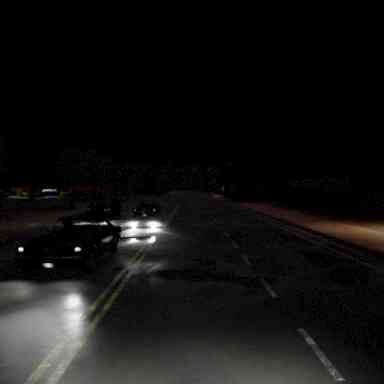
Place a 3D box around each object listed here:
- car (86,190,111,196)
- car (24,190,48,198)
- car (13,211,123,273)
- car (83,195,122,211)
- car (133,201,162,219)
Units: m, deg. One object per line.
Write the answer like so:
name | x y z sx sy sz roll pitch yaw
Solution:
car | -21.575 0.536 77.712 4.605 1.855 1.932 0 0 0
car | -38.991 0.735 83.302 3.806 1.475 1.970 0 0 0
car | -3.603 1.516 10.552 1.895 1.301 4.718 0 0 0
car | -7.038 1.274 26.945 1.882 1.535 5.008 0 0 0
car | -3.537 1.398 26.979 1.895 1.301 4.718 0 0 0
